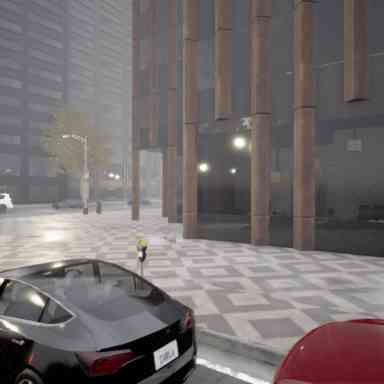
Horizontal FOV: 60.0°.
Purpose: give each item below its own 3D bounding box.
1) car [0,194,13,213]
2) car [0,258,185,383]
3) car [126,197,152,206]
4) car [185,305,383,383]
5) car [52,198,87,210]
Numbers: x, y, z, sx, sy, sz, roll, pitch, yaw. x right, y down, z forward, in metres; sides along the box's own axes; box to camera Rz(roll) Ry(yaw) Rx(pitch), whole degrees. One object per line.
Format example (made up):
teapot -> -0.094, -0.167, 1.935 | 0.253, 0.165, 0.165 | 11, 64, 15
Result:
car -> -21.294, 1.180, 33.809 | 2.150, 2.045, 5.566 | 0, 0, 35
car -> -1.930, 1.566, 4.341 | 4.313, 1.339, 1.947 | 0, 0, 36
car -> -8.260, 1.475, 52.122 | 1.994, 1.385, 4.181 | 0, 0, 36
car -> 2.656, 1.315, 1.065 | 5.009, 1.841, 2.192 | 0, 0, 36
car -> -15.450, 1.500, 42.020 | 1.994, 1.385, 4.181 | 0, 0, 36
